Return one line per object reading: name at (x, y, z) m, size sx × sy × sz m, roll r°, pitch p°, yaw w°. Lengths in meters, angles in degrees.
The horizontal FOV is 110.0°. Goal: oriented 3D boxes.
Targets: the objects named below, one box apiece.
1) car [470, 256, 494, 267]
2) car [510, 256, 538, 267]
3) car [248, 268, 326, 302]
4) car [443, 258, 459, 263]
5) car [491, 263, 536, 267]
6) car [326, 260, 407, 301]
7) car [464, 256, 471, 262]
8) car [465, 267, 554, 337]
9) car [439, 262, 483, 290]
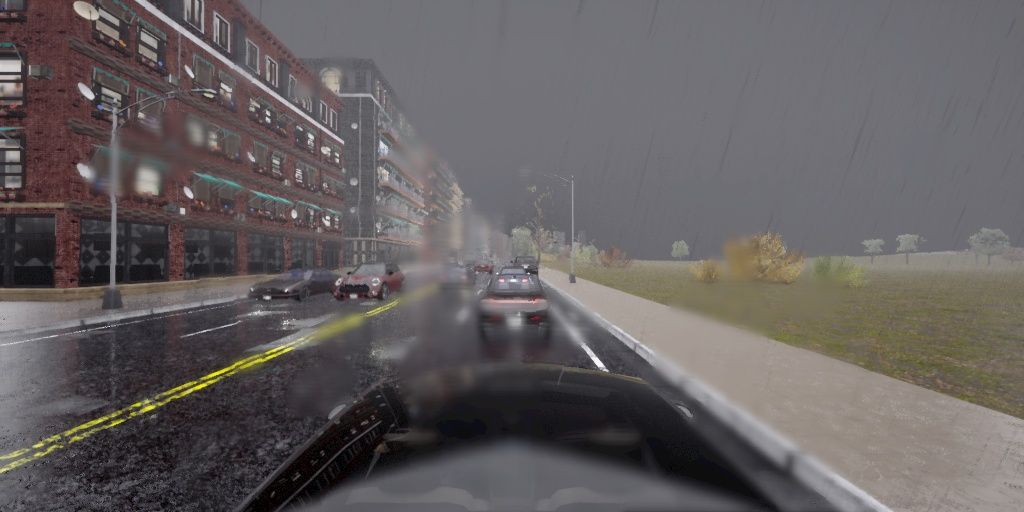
car at (-3.244, 1.106, 41.674) m, size 2.097 × 1.767 × 4.553 m, roll 0°, pitch 0°, yaw 0°
car at (1.069, 0.979, 30.970) m, size 2.150 × 2.045 × 5.566 m, roll 0°, pitch 0°, yaw 0°
car at (-9.886, 1.300, 17.159) m, size 2.033 × 1.411 × 5.357 m, roll 0°, pitch 0°, yaw 0°
car at (-9.965, 1.103, 58.711) m, size 2.097 × 1.767 × 4.553 m, roll 0°, pitch 0°, yaw 0°
car at (0.060, 1.301, 20.758) m, size 2.033 × 1.411 × 5.357 m, roll 0°, pitch 0°, yaw 0°
car at (-6.636, 1.104, 17.261) m, size 2.097 × 1.767 × 4.553 m, roll 0°, pitch 0°, yaw 0°
car at (-6.716, 0.977, 59.937) m, size 2.150 × 2.045 × 5.566 m, roll 0°, pitch 0°, yaw 0°
car at (0.081, 1.243, 10.318) m, size 2.128 × 1.511 × 4.902 m, roll 0°, pitch 0°, yaw 0°
car at (-3.204, 1.301, 22.309) m, size 2.033 × 1.411 × 5.357 m, roll 0°, pitch 0°, yaw 0°
